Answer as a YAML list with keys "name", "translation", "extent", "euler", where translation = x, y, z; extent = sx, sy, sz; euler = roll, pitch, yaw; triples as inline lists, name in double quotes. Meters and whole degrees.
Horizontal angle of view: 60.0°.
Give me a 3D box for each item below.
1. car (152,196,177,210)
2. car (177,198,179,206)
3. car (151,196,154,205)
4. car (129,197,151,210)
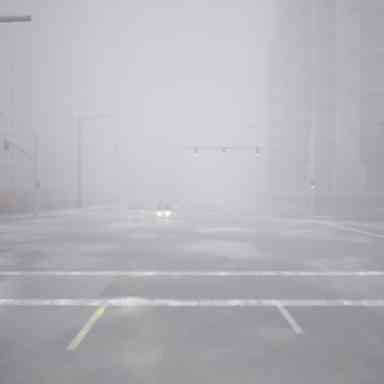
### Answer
- name: "car"
  translation: [-3.669, 1.656, 44.887]
  extent: [2.128, 1.511, 4.902]
  euler: [0, 0, 1]
- name: "car"
  translation: [-3.373, 1.726, 60.911]
  extent: [1.837, 1.490, 4.892]
  euler: [0, 0, 1]
- name: "car"
  translation: [-6.893, 1.573, 60.070]
  extent: [2.097, 1.767, 4.553]
  euler: [0, 0, 1]
- name: "car"
  translation: [-7.170, 1.690, 44.840]
  extent: [1.812, 1.442, 4.674]
  euler: [0, 0, 1]
